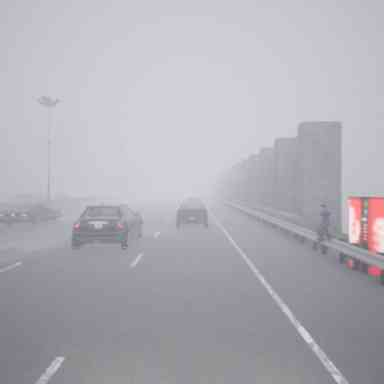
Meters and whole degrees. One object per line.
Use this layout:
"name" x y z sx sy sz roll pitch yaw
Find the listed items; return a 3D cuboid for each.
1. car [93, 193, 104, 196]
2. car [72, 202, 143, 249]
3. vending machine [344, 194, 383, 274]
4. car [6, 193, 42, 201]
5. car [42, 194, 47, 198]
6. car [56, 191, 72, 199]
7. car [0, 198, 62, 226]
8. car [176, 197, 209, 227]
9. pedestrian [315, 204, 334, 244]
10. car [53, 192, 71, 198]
"car" -20.294 0.947 72.059 1.837 1.490 4.892 0 0 0
"car" -3.395 1.242 14.163 2.097 1.767 4.553 0 0 0
"vending machine" 5.003 1.123 9.285 1.100 2.100 0.880 0 0 0
"car" -20.851 1.039 40.651 2.097 1.767 4.553 0 1 2
"car" -27.361 1.045 58.912 2.128 1.511 4.902 0 0 1
"car" -30.880 0.731 80.332 2.097 1.767 4.553 0 0 0
"car" -10.392 1.380 21.817 2.033 1.411 5.357 0 0 0
"car" 0.042 1.316 21.272 1.882 1.535 5.008 0 1 1
"pedestrian" 4.116 0.925 10.216 0.375 1.300 0.375 0 0 0
"car" -23.837 1.031 60.888 2.128 1.511 4.902 0 1 1
